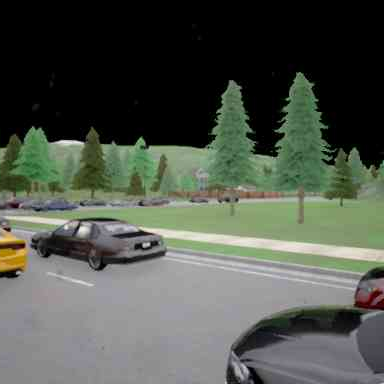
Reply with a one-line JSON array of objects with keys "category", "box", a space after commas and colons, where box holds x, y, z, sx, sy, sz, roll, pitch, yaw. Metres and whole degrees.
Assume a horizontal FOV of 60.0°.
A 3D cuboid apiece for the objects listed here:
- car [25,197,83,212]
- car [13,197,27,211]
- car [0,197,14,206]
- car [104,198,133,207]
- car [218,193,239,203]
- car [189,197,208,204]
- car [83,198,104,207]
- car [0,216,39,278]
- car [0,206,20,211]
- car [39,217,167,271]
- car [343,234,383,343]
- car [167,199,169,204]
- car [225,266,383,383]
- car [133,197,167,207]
[{"category": "car", "box": [-15.828, 1.569, 38.435, 2.033, 1.411, 5.357, 0, 0, 38]}, {"category": "car", "box": [-18.516, 1.514, 40.680, 2.128, 1.511, 4.902, 0, 0, 39]}, {"category": "car", "box": [-22.044, 1.378, 41.868, 2.097, 1.767, 4.553, 0, 0, 39]}, {"category": "car", "box": [-10.453, 1.625, 50.793, 1.895, 1.301, 4.718, 0, 0, 39]}, {"category": "car", "box": [7.418, 1.230, 67.448, 2.150, 2.045, 5.566, 0, 0, 39]}, {"category": "car", "box": [1.243, 1.589, 65.377, 1.994, 1.385, 4.181, 0, 0, 39]}, {"category": "car", "box": [-15.115, 1.589, 50.559, 1.994, 1.385, 4.181, 0, 0, 39]}, {"category": "car", "box": [-6.350, 1.484, 8.953, 5.008, 1.535, 1.882, 0, 0, 38]}, {"category": "car", "box": [-11.317, 1.559, 17.195, 5.357, 1.411, 2.033, 0, 0, 38]}, {"category": "car", "box": [-3.271, 1.553, 10.990, 5.357, 1.411, 2.033, 0, 0, 38]}, {"category": "car", "box": [4.676, 1.564, 4.818, 4.181, 1.385, 1.994, 0, 0, 38]}, {"category": "car", "box": [-6.178, 1.591, 61.741, 1.994, 1.385, 4.181, 0, 0, 39]}, {"category": "car", "box": [2.492, 1.492, 2.086, 4.902, 1.511, 2.128, 0, 0, 38]}, {"category": "car", "box": [-6.303, 1.586, 50.385, 1.994, 1.385, 4.181, 0, 0, 39]}]
